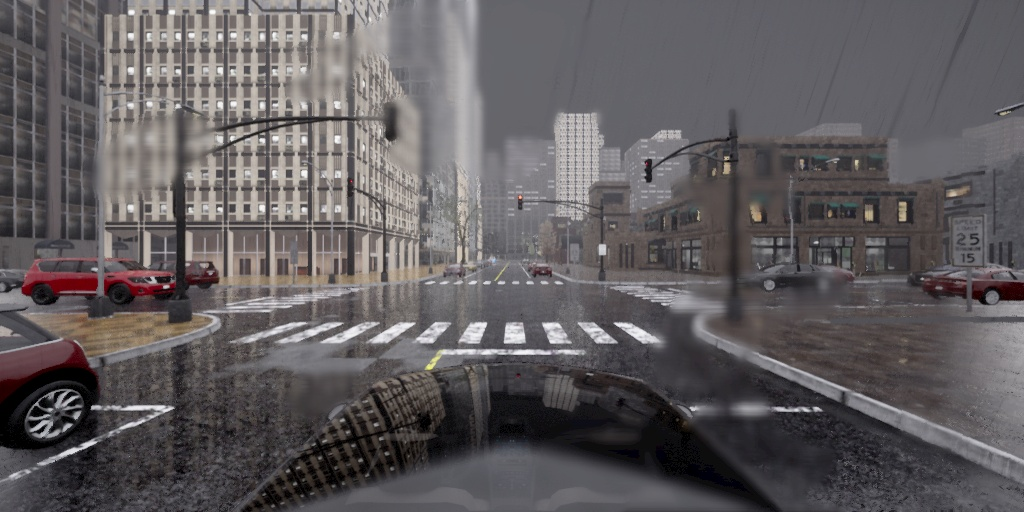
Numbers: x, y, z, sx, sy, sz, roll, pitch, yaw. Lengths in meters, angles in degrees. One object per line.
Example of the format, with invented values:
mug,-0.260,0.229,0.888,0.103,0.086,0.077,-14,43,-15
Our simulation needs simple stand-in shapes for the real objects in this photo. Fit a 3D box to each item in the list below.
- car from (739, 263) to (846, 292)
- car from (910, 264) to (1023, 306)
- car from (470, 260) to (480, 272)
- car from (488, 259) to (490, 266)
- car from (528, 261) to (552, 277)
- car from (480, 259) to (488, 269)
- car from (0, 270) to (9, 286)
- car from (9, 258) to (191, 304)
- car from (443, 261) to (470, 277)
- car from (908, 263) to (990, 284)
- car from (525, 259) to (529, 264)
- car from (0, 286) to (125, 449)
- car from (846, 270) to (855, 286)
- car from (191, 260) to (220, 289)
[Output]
car,15.143,1.143,19.934,4.892,1.490,1.837,0,0,-1
car,19.136,1.150,14.180,4.507,1.381,1.888,0,0,-1
car,-5.466,1.282,45.659,1.751,1.417,4.829,0,0,0
car,-5.378,1.331,62.451,1.948,1.339,4.313,0,0,0
car,2.859,1.297,34.704,1.888,1.381,4.507,0,0,0
car,-5.406,1.312,56.911,2.007,1.370,4.403,0,0,0
car,-31.429,1.504,22.062,4.403,1.370,2.007,0,0,-1
car,-18.589,1.083,16.400,5.566,2.045,2.150,0,0,-1
car,-5.522,1.334,34.748,1.802,1.307,4.207,0,0,0
car,24.946,1.137,20.038,4.181,1.385,1.994,0,0,-1
car,2.916,1.339,45.786,1.802,1.307,4.207,0,0,0
car,-5.691,1.190,2.281,1.967,1.591,4.097,0,0,0
car,19.053,1.198,22.561,4.207,1.307,1.802,0,0,-1
car,-21.019,1.199,22.165,5.009,1.841,2.192,0,0,-1
